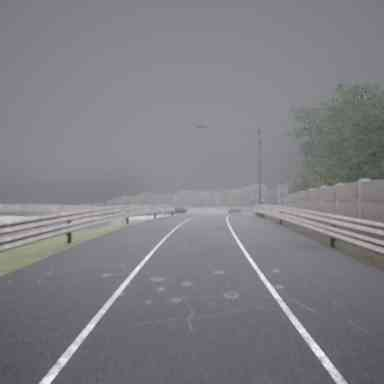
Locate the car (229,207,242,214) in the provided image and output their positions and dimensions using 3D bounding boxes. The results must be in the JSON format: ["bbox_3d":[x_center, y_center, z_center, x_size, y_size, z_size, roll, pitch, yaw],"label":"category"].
[{"bbox_3d":[9.835,4.168,74.861,1.882,1.535,5.008,-2,-4,27],"label":"car"}]

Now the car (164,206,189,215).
[{"bbox_3d":[-2.617,3.103,57.240,1.882,1.535,5.008,-2,-4,41],"label":"car"}]
